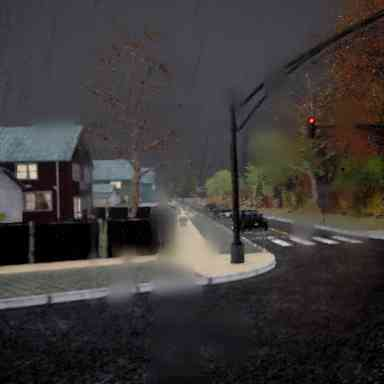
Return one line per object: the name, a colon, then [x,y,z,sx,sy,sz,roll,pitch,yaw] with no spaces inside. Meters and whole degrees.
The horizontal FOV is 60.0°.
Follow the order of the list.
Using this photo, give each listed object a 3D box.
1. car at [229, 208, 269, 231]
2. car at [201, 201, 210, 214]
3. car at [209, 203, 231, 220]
car: [4.299,2.070,24.846,1.994,1.385,4.181,-2,-1,-3]
car: [2.905,2.497,50.539,1.837,1.490,4.892,-2,0,-3]
car: [3.598,2.240,37.525,2.128,1.511,4.902,-2,-1,-3]
